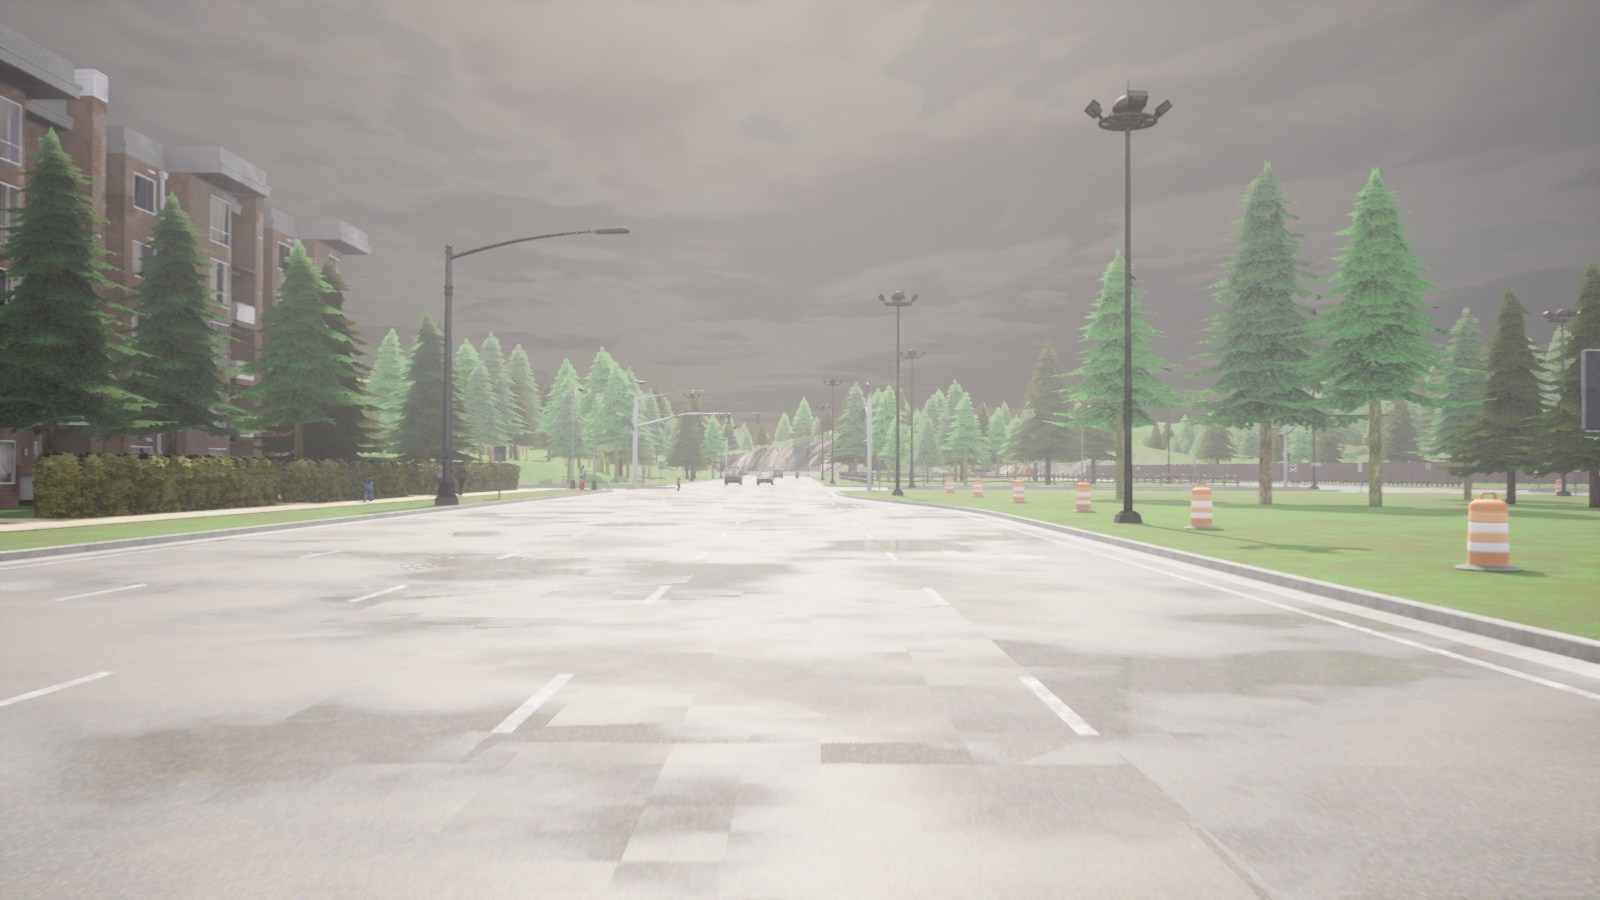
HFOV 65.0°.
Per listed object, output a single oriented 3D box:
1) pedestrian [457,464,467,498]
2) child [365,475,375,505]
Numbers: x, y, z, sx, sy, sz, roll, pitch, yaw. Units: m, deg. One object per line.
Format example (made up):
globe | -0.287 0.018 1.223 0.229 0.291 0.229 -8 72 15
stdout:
pedestrian | -18.154 1.645 67.443 0.328 1.805 0.869 0 -1 1
child | -18.135 1.682 52.905 0.270 1.263 0.437 0 -1 0
